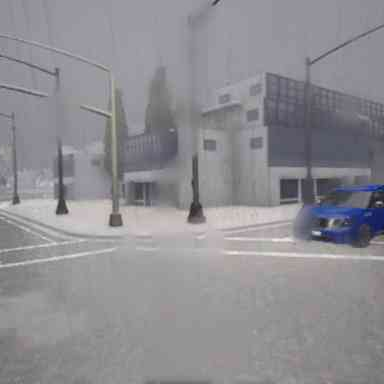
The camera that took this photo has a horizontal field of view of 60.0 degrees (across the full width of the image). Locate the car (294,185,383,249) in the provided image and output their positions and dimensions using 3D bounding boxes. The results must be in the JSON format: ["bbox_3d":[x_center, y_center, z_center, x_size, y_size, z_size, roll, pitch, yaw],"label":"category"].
[{"bbox_3d":[6.144,0.818,12.355,5.566,2.045,2.150,-4,3,-38],"label":"car"}]
